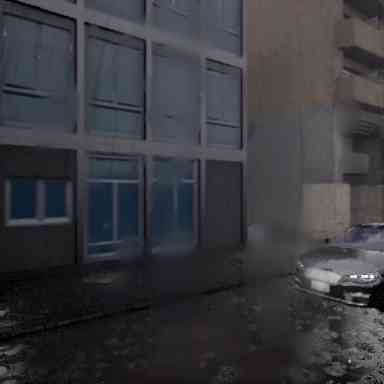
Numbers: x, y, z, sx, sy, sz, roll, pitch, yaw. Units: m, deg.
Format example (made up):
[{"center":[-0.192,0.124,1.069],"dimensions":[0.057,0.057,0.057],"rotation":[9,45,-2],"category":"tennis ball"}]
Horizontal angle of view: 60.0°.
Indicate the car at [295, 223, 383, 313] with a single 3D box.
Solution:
[{"center":[4.394,1.496,7.631],"dimensions":[4.902,1.511,2.128],"rotation":[0,0,-35],"category":"car"}]
